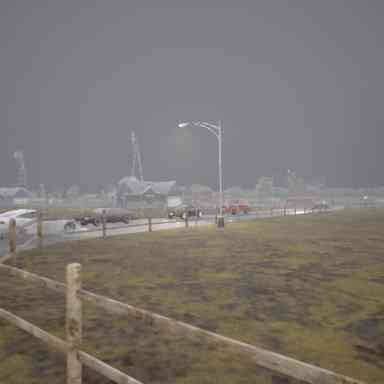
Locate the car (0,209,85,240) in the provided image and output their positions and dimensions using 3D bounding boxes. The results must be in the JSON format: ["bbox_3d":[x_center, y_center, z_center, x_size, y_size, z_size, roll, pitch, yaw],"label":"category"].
[{"bbox_3d":[-8.349,1.638,17.581,1.812,1.442,4.674,-2,-2,35],"label":"car"}]

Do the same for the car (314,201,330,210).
[{"bbox_3d":[25.109,2.472,64.333,2.097,1.767,4.553,-2,-2,34],"label":"car"}]

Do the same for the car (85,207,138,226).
[{"bbox_3d":[-6.659,1.884,26.314,2.033,1.411,5.357,-2,-2,36],"label":"car"}]

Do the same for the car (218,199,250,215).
[{"bbox_3d":[5.556,1.913,43.390,2.150,2.045,5.566,-2,-2,36],"label":"car"}]

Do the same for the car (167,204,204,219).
[{"bbox_3d":[-0.637,2.013,34.729,1.837,1.490,4.892,-2,-2,36],"label":"car"}]
